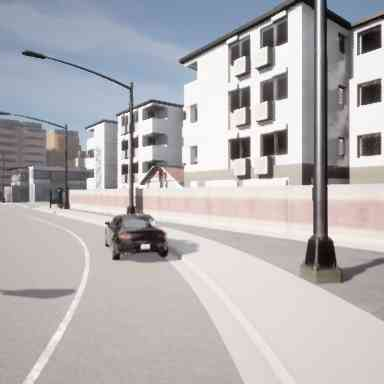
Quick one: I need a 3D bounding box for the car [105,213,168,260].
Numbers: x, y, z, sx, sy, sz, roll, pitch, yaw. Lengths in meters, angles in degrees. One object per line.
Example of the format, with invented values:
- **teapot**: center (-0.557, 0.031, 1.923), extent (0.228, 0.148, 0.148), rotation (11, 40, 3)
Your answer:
- **car**: center (-2.186, 1.516, 12.418), extent (1.812, 1.442, 4.674), rotation (0, 0, -19)
